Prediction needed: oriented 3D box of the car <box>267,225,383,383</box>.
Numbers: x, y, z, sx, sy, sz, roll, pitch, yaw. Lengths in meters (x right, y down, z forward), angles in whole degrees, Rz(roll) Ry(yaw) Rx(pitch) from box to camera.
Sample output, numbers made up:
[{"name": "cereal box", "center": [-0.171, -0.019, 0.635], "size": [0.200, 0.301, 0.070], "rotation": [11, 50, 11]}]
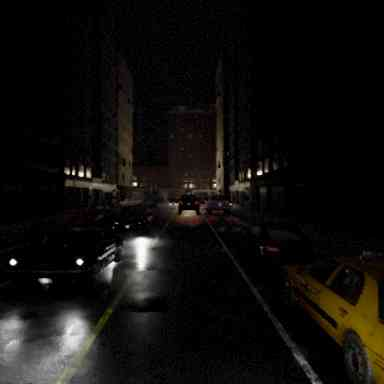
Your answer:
[{"name": "car", "center": [2.630, 1.517, 4.994], "size": [1.752, 1.417, 4.829], "rotation": [1, 0, -1]}]

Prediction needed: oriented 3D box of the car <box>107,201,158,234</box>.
[{"name": "car", "center": [-3.317, 1.524, 19.417], "size": [1.837, 1.490, 4.892], "rotation": [0, 0, 0]}]

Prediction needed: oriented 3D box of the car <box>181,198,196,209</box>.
[{"name": "car", "center": [-0.501, 1.627, 46.323], "size": [1.994, 1.385, 4.181], "rotation": [0, 0, 0]}]

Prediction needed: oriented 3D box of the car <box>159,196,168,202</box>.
[{"name": "car", "center": [-6.853, 1.773, 81.467], "size": [1.887, 1.381, 4.507], "rotation": [0, 0, -1]}]

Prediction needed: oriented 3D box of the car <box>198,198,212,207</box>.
[{"name": "car", "center": [2.014, 1.632, 54.162], "size": [2.008, 1.369, 4.403], "rotation": [0, 0, -1]}]

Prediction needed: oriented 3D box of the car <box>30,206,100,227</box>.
[{"name": "car", "center": [-6.029, 1.567, 15.688], "size": [1.887, 1.381, 4.507], "rotation": [1, 0, -1]}]

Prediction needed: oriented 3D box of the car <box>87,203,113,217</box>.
[{"name": "car", "center": [-6.096, 1.469, 21.170], "size": [1.967, 1.590, 4.097], "rotation": [1, 0, -1]}]

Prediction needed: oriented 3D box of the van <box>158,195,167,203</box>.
[{"name": "van", "center": [-6.783, 1.543, 75.986], "size": [1.690, 1.788, 3.998], "rotation": [0, 0, -1]}]

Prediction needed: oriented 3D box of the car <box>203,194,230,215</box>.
[{"name": "car", "center": [2.684, 1.246, 34.916], "size": [2.150, 2.045, 5.566], "rotation": [0, 0, -1]}]

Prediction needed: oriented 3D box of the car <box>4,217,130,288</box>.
[{"name": "car", "center": [-3.202, 1.611, 9.399], "size": [1.895, 1.301, 4.718], "rotation": [0, 0, -1]}]

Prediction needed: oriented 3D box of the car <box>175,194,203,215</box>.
[{"name": "car", "center": [-0.323, 1.257, 35.017], "size": [2.150, 2.045, 5.566], "rotation": [0, 0, 0]}]

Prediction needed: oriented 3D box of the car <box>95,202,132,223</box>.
[{"name": "car", "center": [-6.166, 1.588, 26.651], "size": [2.008, 1.369, 4.403], "rotation": [1, 0, -1]}]

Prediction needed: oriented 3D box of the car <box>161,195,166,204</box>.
[{"name": "car", "center": [-6.716, 1.743, 70.503], "size": [1.947, 1.339, 4.313], "rotation": [0, 0, -1]}]

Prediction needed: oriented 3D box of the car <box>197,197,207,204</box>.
[{"name": "car", "center": [1.875, 1.652, 65.296], "size": [1.752, 1.417, 4.829], "rotation": [0, 0, -1]}]

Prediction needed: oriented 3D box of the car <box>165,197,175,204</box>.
[{"name": "car", "center": [-3.853, 1.692, 69.514], "size": [2.033, 1.411, 5.357], "rotation": [0, 0, -1]}]

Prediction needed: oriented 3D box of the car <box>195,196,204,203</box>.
[{"name": "car", "center": [1.741, 1.617, 76.091], "size": [1.967, 1.590, 4.097], "rotation": [0, 0, -1]}]

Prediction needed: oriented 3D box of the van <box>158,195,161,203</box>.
[{"name": "van", "center": [-6.508, 1.448, 54.059], "size": [1.690, 1.788, 3.998], "rotation": [0, 0, -1]}]

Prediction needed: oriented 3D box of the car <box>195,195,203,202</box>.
[{"name": "car", "center": [1.672, 1.643, 81.573], "size": [1.967, 1.590, 4.097], "rotation": [0, 0, -1]}]

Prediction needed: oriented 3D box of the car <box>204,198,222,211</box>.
[{"name": "car", "center": [2.631, 1.519, 41.887], "size": [1.882, 1.535, 5.008], "rotation": [0, 0, -1]}]

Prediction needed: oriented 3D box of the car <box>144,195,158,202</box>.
[{"name": "car", "center": [-6.439, 1.613, 48.406], "size": [1.752, 1.417, 4.829], "rotation": [1, 0, -1]}]

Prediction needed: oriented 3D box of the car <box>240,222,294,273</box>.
[{"name": "car", "center": [2.563, 1.575, 10.305], "size": [1.802, 1.307, 4.206], "rotation": [1, 0, -1]}]

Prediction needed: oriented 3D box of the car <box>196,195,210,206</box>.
[{"name": "car", "center": [1.947, 1.418, 59.644], "size": [2.192, 1.841, 5.009], "rotation": [0, 0, -1]}]
